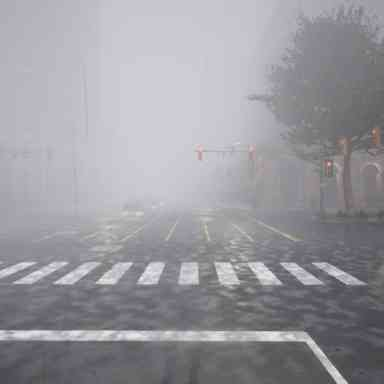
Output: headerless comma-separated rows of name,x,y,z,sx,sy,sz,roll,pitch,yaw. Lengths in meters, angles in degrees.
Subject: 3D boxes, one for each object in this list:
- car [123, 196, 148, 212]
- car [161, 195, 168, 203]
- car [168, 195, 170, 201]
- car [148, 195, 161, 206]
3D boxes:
car,-6.897,1.475,39.725,1.882,1.535,5.008,0,0,0
car,-6.572,1.598,69.082,1.895,1.301,4.718,0,0,1
car,-6.375,1.474,81.778,1.882,1.535,5.008,0,0,1
car,-6.808,1.350,54.775,2.097,1.767,4.553,0,0,0
